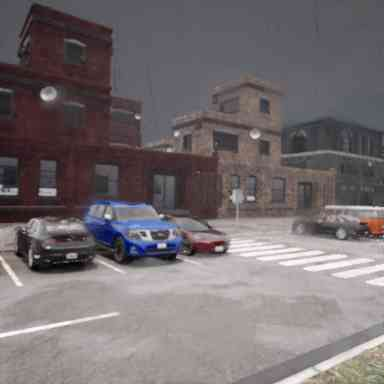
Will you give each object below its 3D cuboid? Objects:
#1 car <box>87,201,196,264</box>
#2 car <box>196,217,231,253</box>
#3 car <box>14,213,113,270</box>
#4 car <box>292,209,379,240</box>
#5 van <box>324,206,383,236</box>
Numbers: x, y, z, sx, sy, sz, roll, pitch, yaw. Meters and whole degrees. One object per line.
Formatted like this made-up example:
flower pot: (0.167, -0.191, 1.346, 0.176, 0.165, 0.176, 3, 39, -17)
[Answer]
car: (-2.576, 1.419, 13.178, 2.435, 2.045, 5.566, 2, -1, -35)
car: (-0.319, 1.789, 14.783, 2.163, 1.488, 4.792, 2, -1, -35)
car: (-4.858, 1.581, 11.580, 2.231, 1.521, 4.892, 2, -1, -35)
car: (8.722, 2.115, 21.246, 2.231, 1.521, 4.892, 2, -1, -35)
van: (10.920, 1.976, 22.962, 1.878, 1.987, 4.442, 2, -1, -35)
